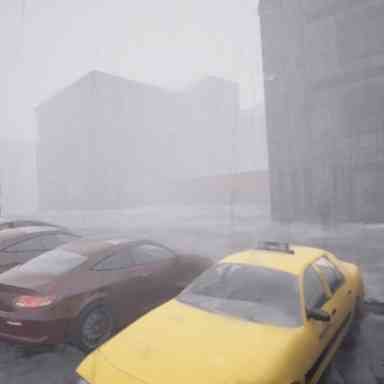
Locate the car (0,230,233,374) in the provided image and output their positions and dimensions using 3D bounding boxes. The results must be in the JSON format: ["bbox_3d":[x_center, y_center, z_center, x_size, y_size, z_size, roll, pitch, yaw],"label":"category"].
[{"bbox_3d":[-1.305,1.527,6.247,2.002,1.452,4.674,0,0,36],"label":"car"}]

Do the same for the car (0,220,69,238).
[{"bbox_3d":[-3.476,1.530,7.795,2.002,1.452,4.674,0,0,36],"label":"car"}]

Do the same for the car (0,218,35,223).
[{"bbox_3d":[-5.762,1.524,9.395,2.163,1.488,4.792,0,0,35],"label":"car"}]
